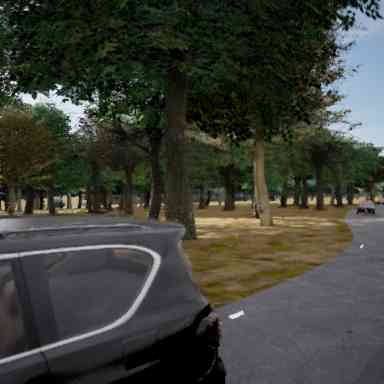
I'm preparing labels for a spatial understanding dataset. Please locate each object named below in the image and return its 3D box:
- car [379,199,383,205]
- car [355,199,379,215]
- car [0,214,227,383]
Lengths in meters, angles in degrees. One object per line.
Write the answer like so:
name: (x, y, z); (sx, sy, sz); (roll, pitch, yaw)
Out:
car: (42.630, 2.232, 74.596); (2.033, 1.411, 5.357); (0, -1, 37)
car: (19.795, 1.765, 37.912); (1.882, 1.535, 5.008); (-1, -1, 27)
car: (-2.316, 1.248, 1.818); (5.566, 2.045, 2.150); (-1, 0, -36)
